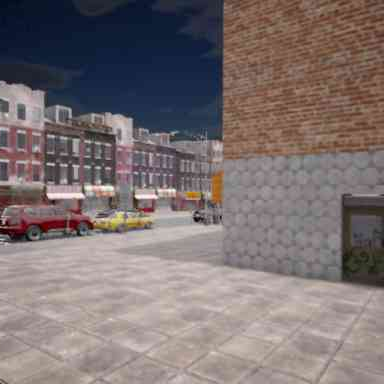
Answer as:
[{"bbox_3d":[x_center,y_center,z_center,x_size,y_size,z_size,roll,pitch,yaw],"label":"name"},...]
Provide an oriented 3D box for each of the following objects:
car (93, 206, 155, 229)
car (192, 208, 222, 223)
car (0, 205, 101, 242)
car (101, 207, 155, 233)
[{"bbox_3d":[-5.312,1.971,26.637,1.837,1.490,4.892,0,-1,36],"label":"car"},{"bbox_3d":[1.736,2.205,32.045,1.947,1.339,4.313,-1,-2,36],"label":"car"},{"bbox_3d":[-7.952,1.647,18.528,2.192,1.841,5.009,-1,-2,36],"label":"car"},{"bbox_3d":[-4.624,1.963,23.169,1.752,1.417,4.829,-1,-2,36],"label":"car"}]
